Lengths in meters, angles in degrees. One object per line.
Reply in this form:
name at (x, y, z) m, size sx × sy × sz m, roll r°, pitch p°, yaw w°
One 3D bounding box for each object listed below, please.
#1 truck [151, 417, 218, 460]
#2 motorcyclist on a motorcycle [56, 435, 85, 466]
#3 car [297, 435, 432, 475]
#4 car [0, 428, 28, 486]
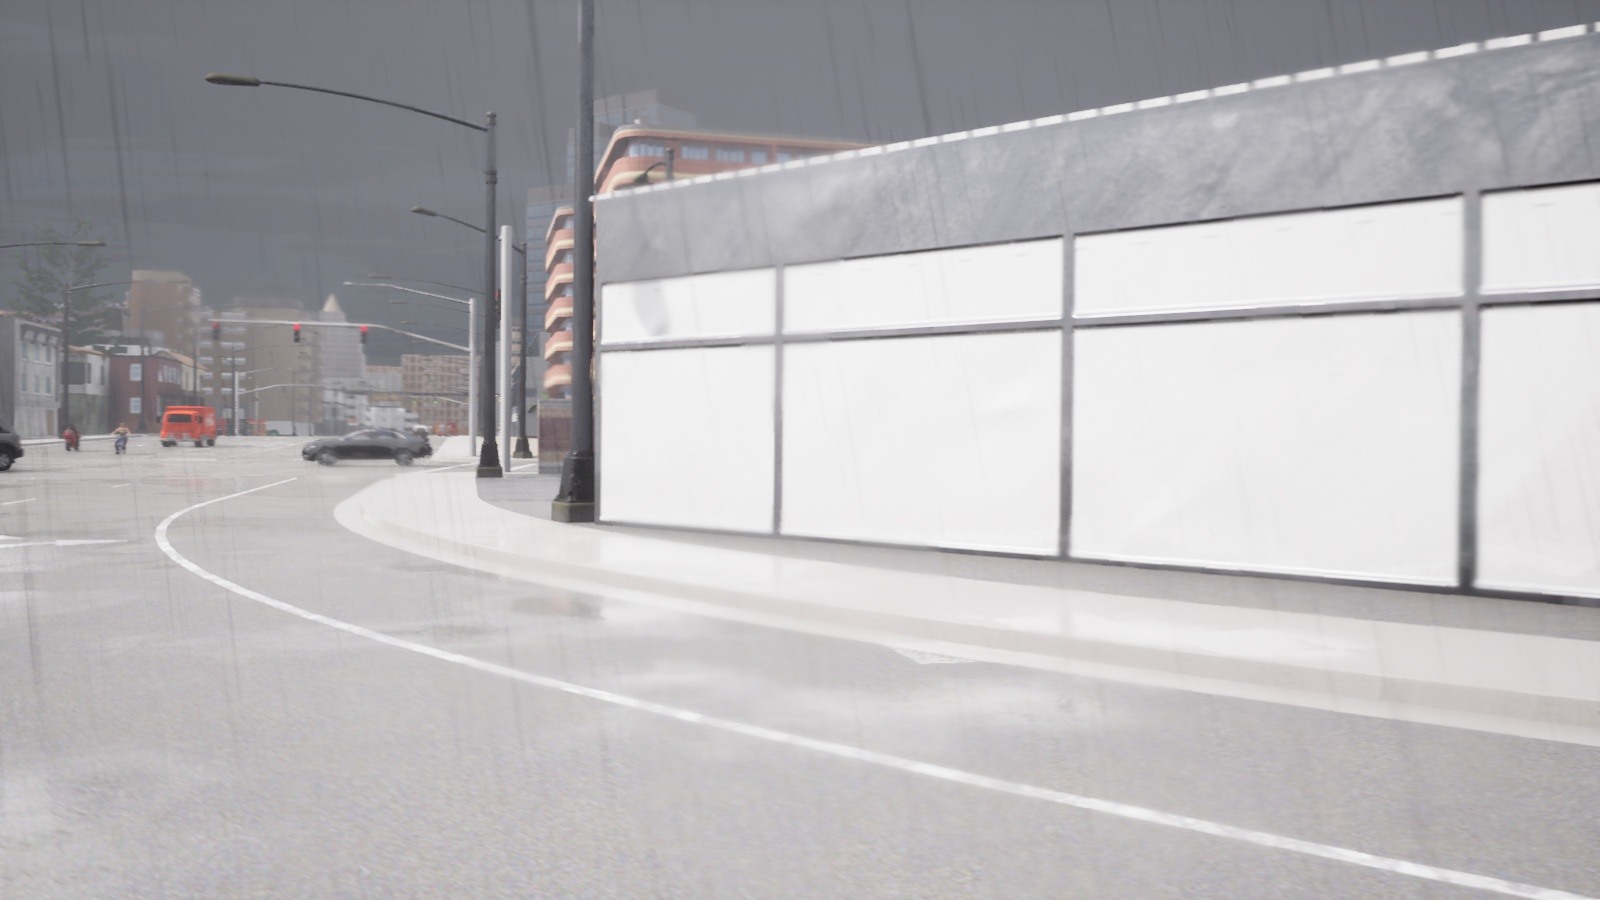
truck at (-37.263, -0.758, 76.214) m, size 2.627 × 2.467 × 5.204 m, roll -1°, pitch 2°, yaw -15°
motorcyclist on a motorcycle at (-38.044, 0.022, 65.500) m, size 0.797 × 1.523 × 2.044 m, roll -1°, pitch 2°, yaw -15°
car at (-17.055, 0.172, 49.431) m, size 4.902 × 1.511 × 2.128 m, roll -1°, pitch 1°, yaw -16°
car at (-26.807, 0.260, 39.021) m, size 1.932 × 1.855 × 4.605 m, roll -1°, pitch 1°, yaw 18°
